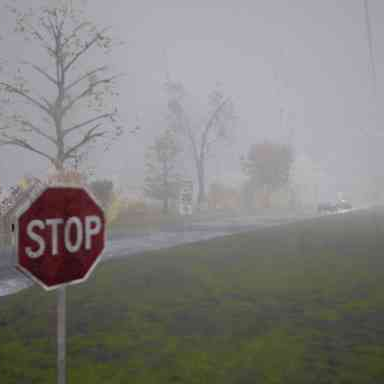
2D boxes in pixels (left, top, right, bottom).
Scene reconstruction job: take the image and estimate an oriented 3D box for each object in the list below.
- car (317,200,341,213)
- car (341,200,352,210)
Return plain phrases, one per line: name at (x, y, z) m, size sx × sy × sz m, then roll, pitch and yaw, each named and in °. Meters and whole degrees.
car at (18.525, 2.005, 45.431) m, size 1.837 × 1.490 × 4.892 m, roll 0°, pitch -1°, yaw 36°
car at (24.412, 2.057, 53.641) m, size 2.128 × 1.511 × 4.902 m, roll 0°, pitch -1°, yaw 36°
